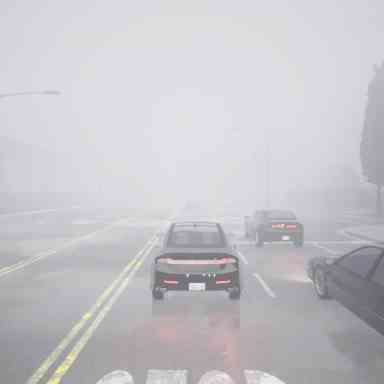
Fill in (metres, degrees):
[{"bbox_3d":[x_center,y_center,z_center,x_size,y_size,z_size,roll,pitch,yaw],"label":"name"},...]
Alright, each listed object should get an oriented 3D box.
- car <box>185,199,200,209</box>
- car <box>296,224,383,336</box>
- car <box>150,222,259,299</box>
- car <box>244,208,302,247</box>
[{"bbox_3d":[0.023,1.601,44.131,1.895,1.301,4.718,0,0,0],"label":"car"},{"bbox_3d":[3.591,1.547,5.370,2.033,1.411,5.357,0,0,0],"label":"car"},{"bbox_3d":[0.086,1.492,8.417,2.128,1.511,4.902,0,0,0],"label":"car"},{"bbox_3d":[3.574,1.505,15.116,1.837,1.490,4.892,0,0,0],"label":"car"}]
